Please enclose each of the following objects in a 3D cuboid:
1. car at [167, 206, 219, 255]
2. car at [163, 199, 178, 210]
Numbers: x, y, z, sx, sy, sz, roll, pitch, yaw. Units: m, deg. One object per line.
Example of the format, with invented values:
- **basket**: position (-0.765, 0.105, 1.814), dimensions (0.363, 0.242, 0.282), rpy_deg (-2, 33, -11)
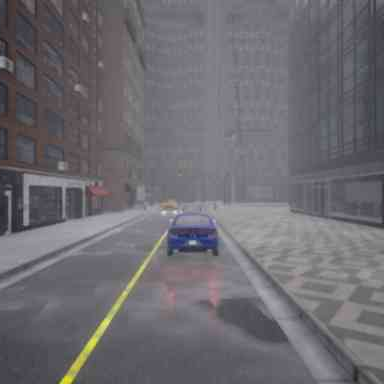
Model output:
- **car**: position (0.047, 1.559, 13.701), dimensions (1.882, 1.535, 5.008), rpy_deg (0, 0, 0)
- **car**: position (-3.065, 1.776, 47.176), dimensions (1.882, 1.535, 5.008), rpy_deg (0, -1, 0)
